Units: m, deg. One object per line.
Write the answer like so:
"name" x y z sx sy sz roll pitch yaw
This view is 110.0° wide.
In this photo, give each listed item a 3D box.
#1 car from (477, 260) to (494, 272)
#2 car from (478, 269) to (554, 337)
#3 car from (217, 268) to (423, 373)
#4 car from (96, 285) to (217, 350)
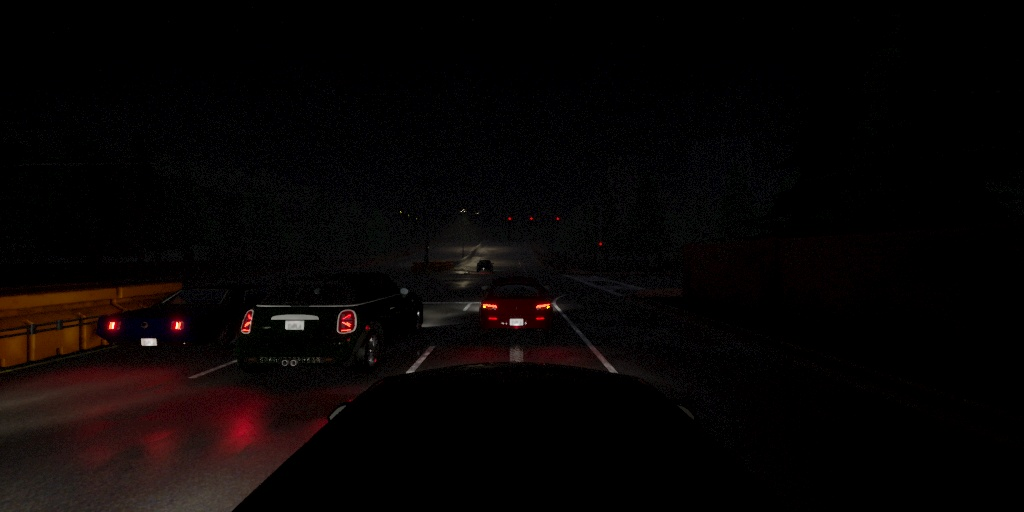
"car" -3.410 1.255 45.455 1.837 1.490 4.892 0 0 0
"car" 0.097 1.276 10.120 1.812 1.442 4.674 0 0 0
"car" -3.400 1.102 7.730 2.097 1.767 4.553 0 0 0
"car" -6.902 1.351 9.044 1.895 1.301 4.718 0 0 0
